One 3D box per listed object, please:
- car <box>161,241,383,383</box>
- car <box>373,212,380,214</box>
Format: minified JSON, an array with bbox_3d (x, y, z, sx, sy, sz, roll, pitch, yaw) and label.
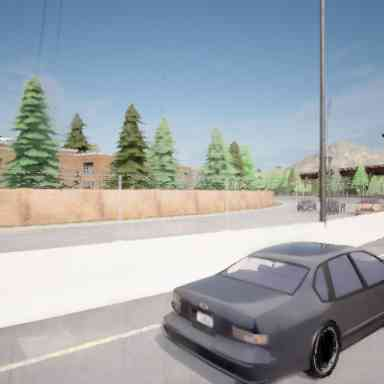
[{"bbox_3d":[2.109,1.565,5.549,5.357,1.411,2.033,0,0,-39],"label":"car"},{"bbox_3d":[18.058,1.441,33.917,2.097,1.767,4.553,0,0,32],"label":"car"}]
